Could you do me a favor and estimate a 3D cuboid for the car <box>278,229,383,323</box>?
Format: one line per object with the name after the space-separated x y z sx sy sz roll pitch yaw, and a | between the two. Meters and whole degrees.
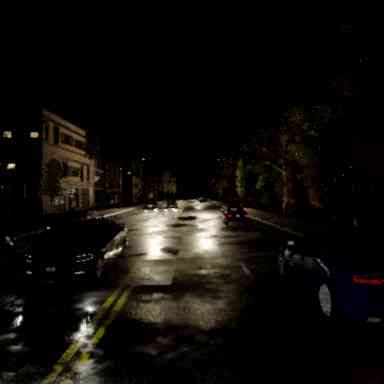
3.351 1.555 7.450 1.882 1.535 5.008 0 -1 0 | car

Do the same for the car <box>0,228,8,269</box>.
-6.580 1.583 8.738 2.128 1.511 4.902 0 -1 0 | car

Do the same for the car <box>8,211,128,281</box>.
-3.328 1.586 10.389 1.882 1.535 5.008 0 -1 1 | car

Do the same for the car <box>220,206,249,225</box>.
3.346 1.823 26.774 2.033 1.411 5.357 0 -1 0 | car

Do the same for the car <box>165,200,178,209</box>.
-3.295 2.060 54.544 1.837 1.490 4.892 0 0 1 | car

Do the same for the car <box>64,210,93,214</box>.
-6.550 1.748 19.351 2.033 1.411 5.357 0 -1 1 | car

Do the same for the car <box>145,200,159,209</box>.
-6.541 2.081 54.479 1.812 1.442 4.674 0 0 1 | car
